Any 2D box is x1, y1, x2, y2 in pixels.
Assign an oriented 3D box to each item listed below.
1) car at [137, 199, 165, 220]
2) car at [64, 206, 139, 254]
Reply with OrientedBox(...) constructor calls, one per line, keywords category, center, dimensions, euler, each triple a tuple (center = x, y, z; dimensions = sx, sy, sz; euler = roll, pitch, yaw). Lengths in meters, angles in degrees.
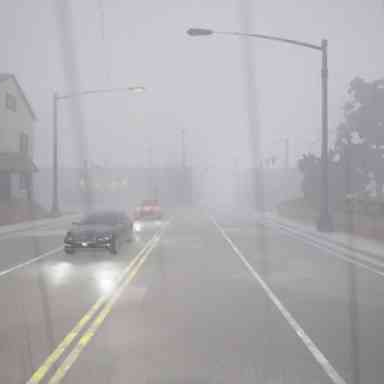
OrientedBox(category="car", center=(-3.538, 1.392, 28.401), dimensions=(2.097, 1.767, 4.553), euler=(0, 0, 0))
OrientedBox(category="car", center=(-3.600, 1.526, 13.617), dimensions=(1.837, 1.490, 4.892), euler=(0, 0, 0))
